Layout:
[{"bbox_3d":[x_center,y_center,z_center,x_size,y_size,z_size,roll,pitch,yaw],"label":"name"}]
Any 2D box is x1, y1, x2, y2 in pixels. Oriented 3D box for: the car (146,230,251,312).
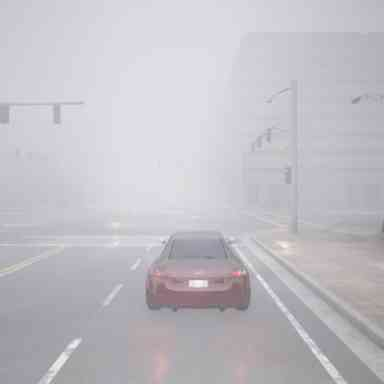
[{"bbox_3d":[0.117,1.562,7.784,1.994,1.385,4.181,0,0,0],"label":"car"}]
